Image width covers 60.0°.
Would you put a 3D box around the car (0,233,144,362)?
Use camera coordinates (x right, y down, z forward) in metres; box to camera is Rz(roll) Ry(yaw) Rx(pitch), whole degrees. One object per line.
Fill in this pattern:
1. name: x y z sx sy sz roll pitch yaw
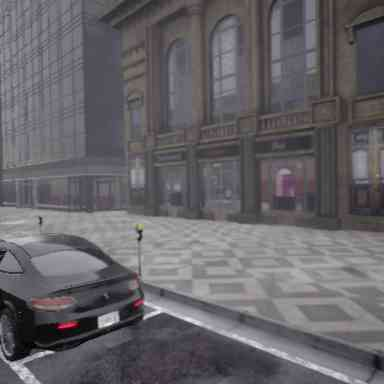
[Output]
1. car: -2.716 1.479 5.884 4.674 1.442 1.812 0 1 45
